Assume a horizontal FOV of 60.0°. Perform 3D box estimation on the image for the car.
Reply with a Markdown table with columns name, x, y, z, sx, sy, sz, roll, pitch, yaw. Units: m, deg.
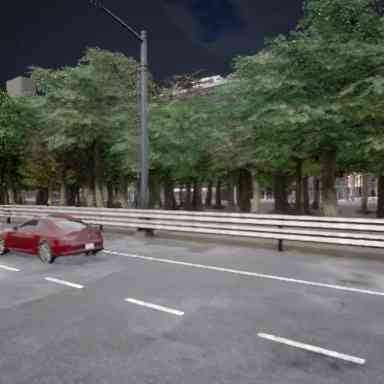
| name | x | y | z | sx | sy | sz | roll | pitch | yaw |
| --- | --- | --- | --- | --- | --- | --- | --- | --- | --- |
| car | -5.094 | 1.551 | 11.809 | 4.674 | 1.442 | 1.812 | 0 | 0 | 36 |
